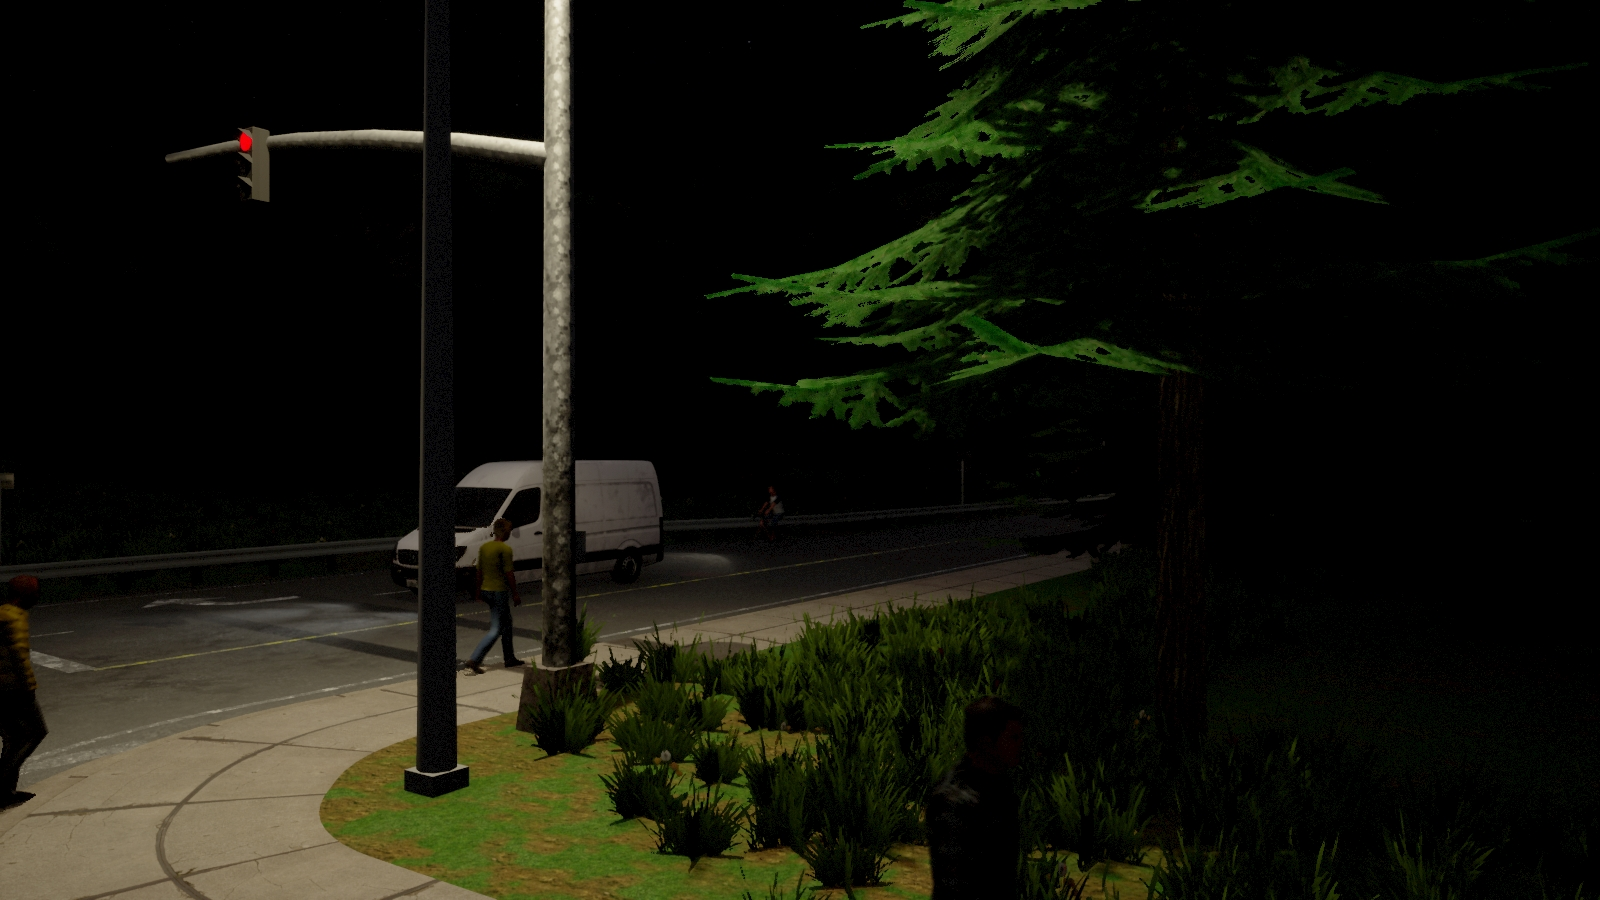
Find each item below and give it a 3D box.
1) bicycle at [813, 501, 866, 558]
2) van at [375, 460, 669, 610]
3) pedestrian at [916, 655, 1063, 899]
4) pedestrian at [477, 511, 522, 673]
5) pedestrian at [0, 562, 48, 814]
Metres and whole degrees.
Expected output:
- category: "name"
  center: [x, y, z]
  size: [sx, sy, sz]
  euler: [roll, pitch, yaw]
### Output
- category: "bicycle"
  center: [1.060, 2.069, 30.160]
  size: [0.373, 1.396, 1.643]
  euler: [0, 0, 45]
- category: "van"
  center: [-5.303, 1.497, 22.805]
  size: [1.988, 2.561, 5.915]
  euler: [0, 0, 34]
- category: "pedestrian"
  center: [0.663, 1.694, 3.989]
  size: [0.375, 1.860, 0.375]
  euler: [0, 0, 37]
- category: "pedestrian"
  center: [-3.567, 1.663, 13.564]
  size: [0.375, 1.860, 0.375]
  euler: [0, 0, 43]
- category: "pedestrian"
  center: [-6.129, 1.826, 8.871]
  size: [0.375, 1.860, 0.375]
  euler: [0, 0, 36]
